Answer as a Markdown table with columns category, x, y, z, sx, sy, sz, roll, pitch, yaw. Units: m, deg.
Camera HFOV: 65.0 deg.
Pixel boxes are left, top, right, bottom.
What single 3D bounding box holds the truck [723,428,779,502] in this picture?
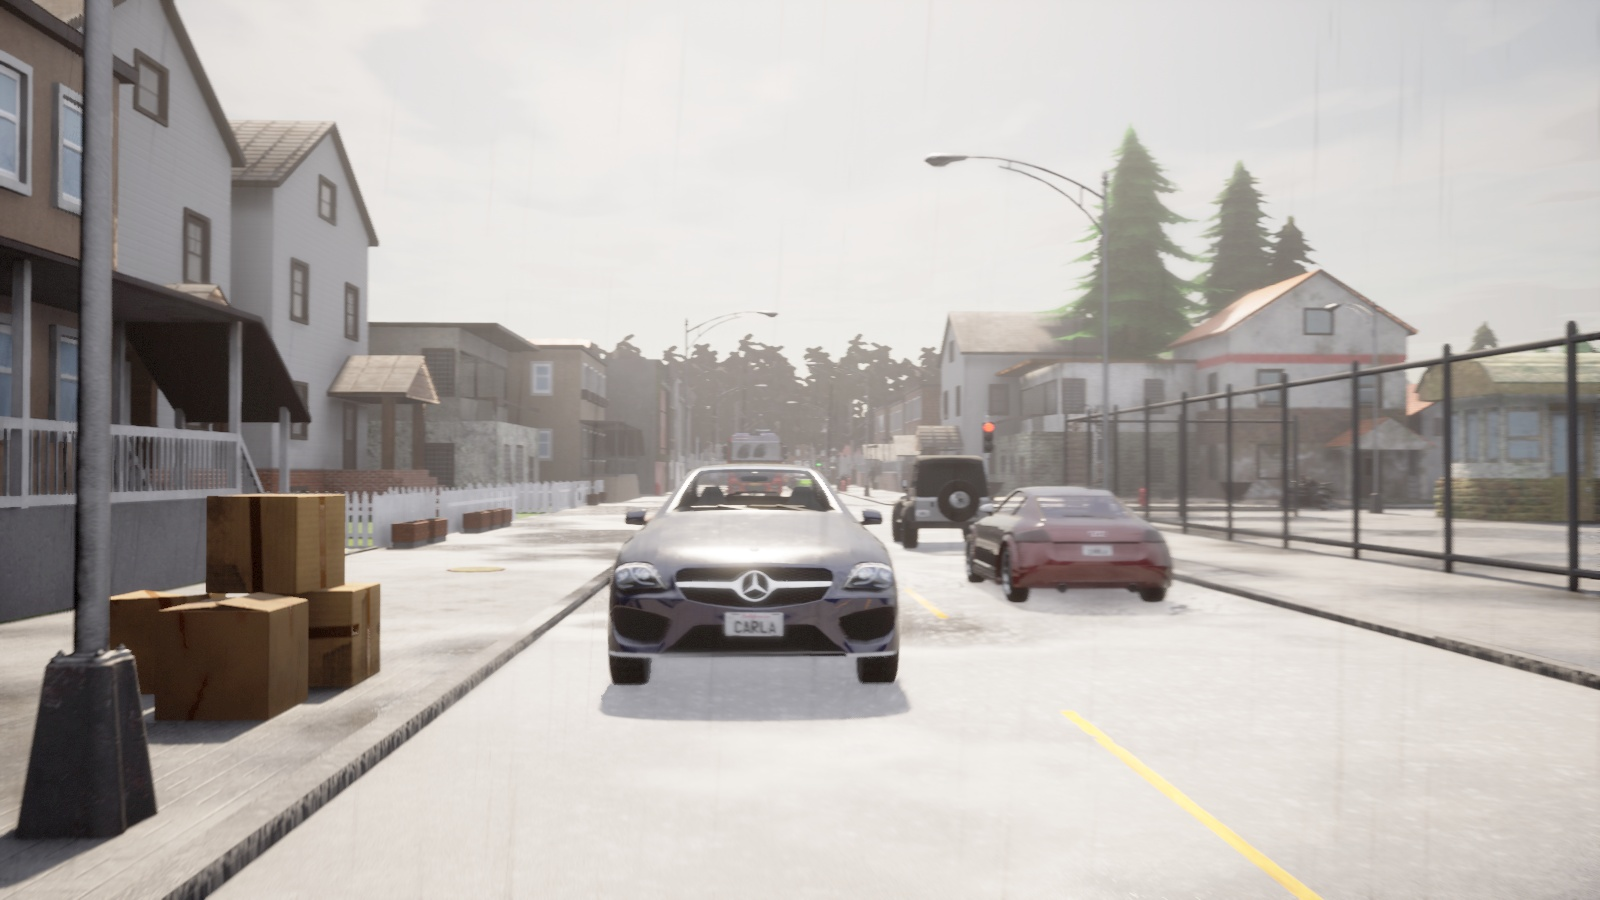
| category | x | y | z | sx | sy | sz | roll | pitch | yaw |
| --- | --- | --- | --- | --- | --- | --- | --- | --- | --- |
| truck | -2.790 | 0.831 | 69.245 | 2.891 | 3.827 | 8.468 | 0 | -1 | -4 |

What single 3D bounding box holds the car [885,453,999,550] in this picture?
| category | x | y | z | sx | sy | sz | roll | pitch | yaw |
| --- | --- | --- | --- | --- | --- | --- | --- | --- | --- |
| car | 2.907 | 1.036 | 26.510 | 1.905 | 1.878 | 3.866 | 0 | -1 | -1 |

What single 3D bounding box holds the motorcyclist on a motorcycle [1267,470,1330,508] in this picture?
| category | x | y | z | sx | sy | sz | roll | pitch | yaw |
| --- | --- | --- | --- | --- | --- | --- | --- | --- | --- |
| motorcyclist on a motorcycle | 20.176 | 1.566 | 50.882 | 2.191 | 1.530 | 0.866 | 0 | -1 | -2 |

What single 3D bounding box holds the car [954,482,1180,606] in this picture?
| category | x | y | z | sx | sy | sz | roll | pitch | yaw |
| --- | --- | --- | --- | --- | --- | --- | --- | --- | --- |
| car | 3.331 | 1.134 | 16.553 | 1.994 | 1.385 | 4.181 | 0 | -1 | -1 |

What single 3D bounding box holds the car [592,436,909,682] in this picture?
| category | x | y | z | sx | sy | sz | roll | pitch | yaw |
| --- | --- | --- | --- | --- | --- | --- | --- | --- | --- |
| car | -0.434 | 0.782 | 11.059 | 2.152 | 1.651 | 5.027 | 0 | -1 | -2 |
